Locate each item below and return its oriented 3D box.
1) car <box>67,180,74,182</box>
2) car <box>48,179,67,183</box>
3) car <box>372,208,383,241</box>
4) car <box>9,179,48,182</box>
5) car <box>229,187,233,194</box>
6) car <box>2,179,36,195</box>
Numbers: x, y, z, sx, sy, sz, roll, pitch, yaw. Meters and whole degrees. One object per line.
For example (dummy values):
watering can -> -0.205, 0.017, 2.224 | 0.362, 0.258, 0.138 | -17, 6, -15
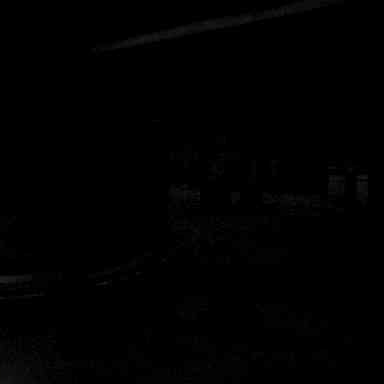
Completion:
car -> -25.919, -1.622, 68.272 | 4.605, 1.855, 1.932 | 3, 2, 35
car -> -27.252, -1.601, 65.657 | 3.866, 1.878, 1.905 | 3, 2, 35
car -> 9.827, 1.422, 15.480 | 2.242, 1.667, 4.611 | 3, 2, 35
car -> -17.651, -0.392, 35.434 | 3.866, 1.878, 1.905 | 3, 2, 35
car -> 6.164, -0.456, 68.468 | 4.514, 1.523, 2.007 | 3, 2, 35
car -> -22.196, -0.725, 42.641 | 4.605, 1.855, 1.932 | 3, 2, 35
